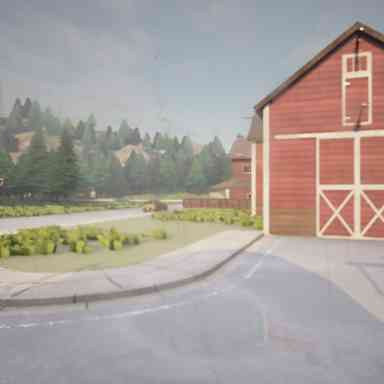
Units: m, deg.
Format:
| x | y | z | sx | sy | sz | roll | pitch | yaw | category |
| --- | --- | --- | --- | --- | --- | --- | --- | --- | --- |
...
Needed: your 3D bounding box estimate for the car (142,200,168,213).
| x | y | z | sx | sy | sz | roll | pitch | yaw | category |
| --- | --- | --- | --- | --- | --- | --- | --- | --- | --- |
| -4.373 | 1.673 | 39.306 | 1.816 | 1.474 | 4.193 | -6 | -2 | 17 | car |
